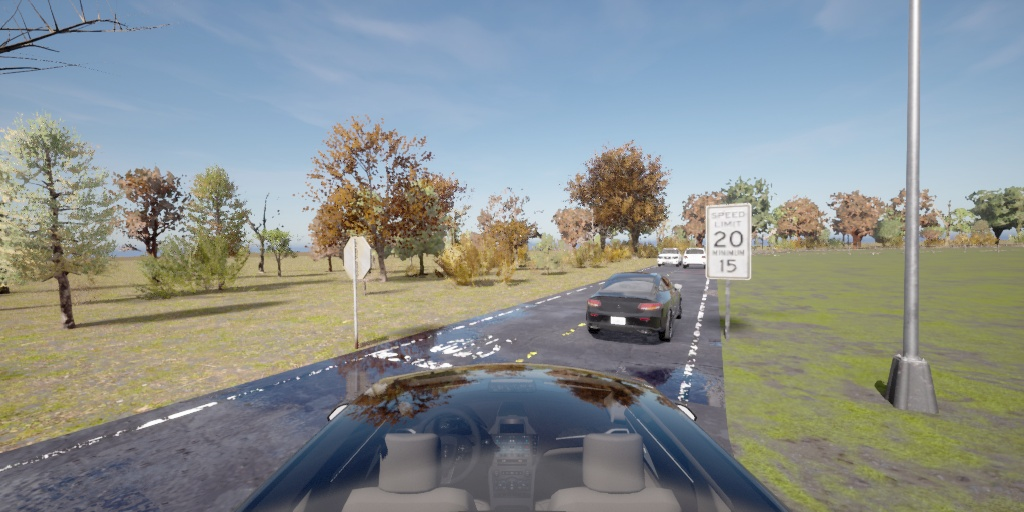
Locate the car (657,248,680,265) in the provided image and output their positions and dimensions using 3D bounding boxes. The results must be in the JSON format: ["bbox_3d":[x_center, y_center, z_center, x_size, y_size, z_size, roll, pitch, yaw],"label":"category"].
[{"bbox_3d":[18.263,0.132,41.401,2.150,2.045,5.566,0,1,30],"label":"car"}]

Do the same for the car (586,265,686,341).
[{"bbox_3d":[3.337,1.136,9.448,1.812,1.442,4.674,0,1,30],"label":"car"}]

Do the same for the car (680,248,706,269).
[{"bbox_3d":[18.951,0.210,36.925,2.150,2.045,5.566,0,1,30],"label":"car"}]
